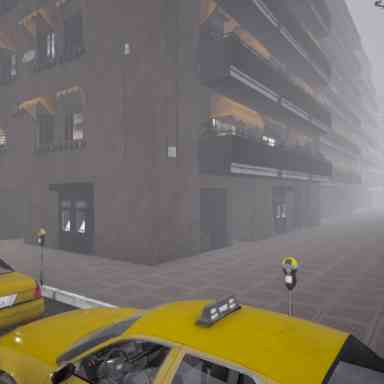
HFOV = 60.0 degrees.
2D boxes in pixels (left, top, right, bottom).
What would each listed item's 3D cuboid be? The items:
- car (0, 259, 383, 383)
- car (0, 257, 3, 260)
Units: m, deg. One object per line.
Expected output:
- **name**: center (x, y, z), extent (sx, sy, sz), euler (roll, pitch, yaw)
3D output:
- **car**: center (-0.003, 1.526, 2.728), extent (4.829, 1.417, 1.752), euler (0, 0, 36)
- **car**: center (-4.591, 1.527, 6.009), extent (4.829, 1.417, 1.752), euler (0, 0, 36)
